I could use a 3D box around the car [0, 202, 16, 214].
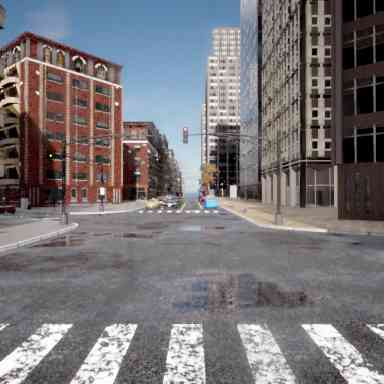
[{"bbox_3d":[-21.141,1.790,36.459,4.718,1.301,1.895,-1,-1,41],"label":"car"}]

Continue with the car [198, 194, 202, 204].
[{"bbox_3d":[2.576,1.644,67.993,1.887,1.381,4.507,0,0,0],"label":"car"}]

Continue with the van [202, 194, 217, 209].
[{"bbox_3d":[2.575,1.386,45.784,1.690,1.788,3.998,0,0,0],"label":"van"}]

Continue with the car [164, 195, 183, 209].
[{"bbox_3d":[-2.807,1.537,45.974,2.128,1.511,4.902,0,0,2],"label":"car"}]

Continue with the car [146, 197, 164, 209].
[{"bbox_3d":[-5.306,1.570,45.615,1.752,1.417,4.829,0,0,0],"label":"car"}]

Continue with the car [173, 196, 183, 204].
[{"bbox_3d":[-2.766,1.621,66.428,1.812,1.442,4.674,0,0,1],"label":"car"}]

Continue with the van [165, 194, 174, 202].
[{"bbox_3d":[-5.302,1.474,79.099,1.690,1.788,3.998,0,0,0],"label":"van"}]

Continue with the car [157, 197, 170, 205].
[{"bbox_3d":[-5.305,1.650,62.443,1.947,1.339,4.313,0,0,0],"label":"car"}]

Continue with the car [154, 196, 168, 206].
[{"bbox_3d":[-5.305,1.510,56.891,1.967,1.590,4.097,0,0,0],"label":"car"}]
